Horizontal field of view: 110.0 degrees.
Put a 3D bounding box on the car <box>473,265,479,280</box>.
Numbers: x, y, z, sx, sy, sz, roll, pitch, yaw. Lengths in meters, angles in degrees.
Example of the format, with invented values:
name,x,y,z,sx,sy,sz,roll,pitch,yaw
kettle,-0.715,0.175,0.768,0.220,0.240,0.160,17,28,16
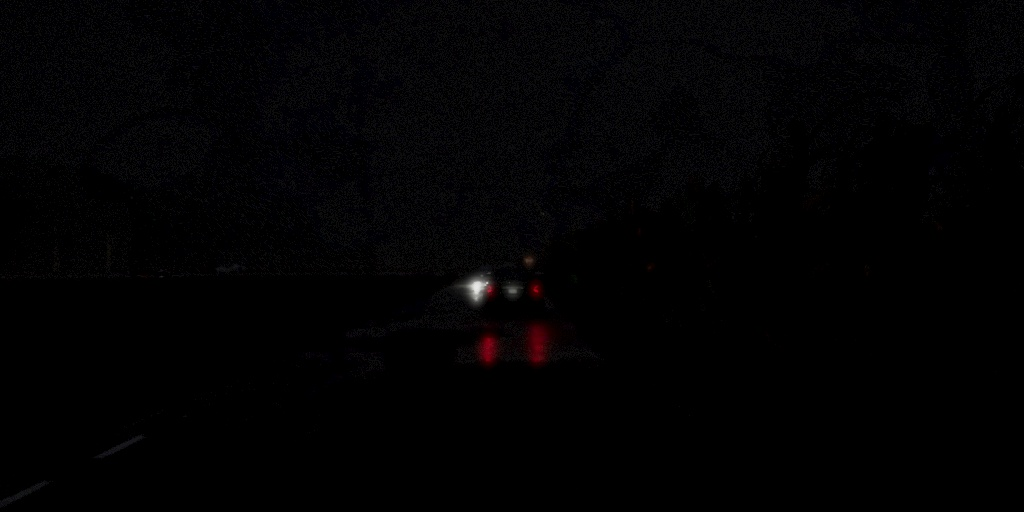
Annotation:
name,x,y,z,sx,sy,sz,roll,pitch,yaw
car,-2.790,1.626,36.081,2.128,1.511,4.902,0,-1,1

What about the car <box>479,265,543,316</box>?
name,x,y,z,sx,sy,sz,roll,pitch,yaw
car,0.045,1.220,14.139,2.097,1.767,4.553,0,-1,0
